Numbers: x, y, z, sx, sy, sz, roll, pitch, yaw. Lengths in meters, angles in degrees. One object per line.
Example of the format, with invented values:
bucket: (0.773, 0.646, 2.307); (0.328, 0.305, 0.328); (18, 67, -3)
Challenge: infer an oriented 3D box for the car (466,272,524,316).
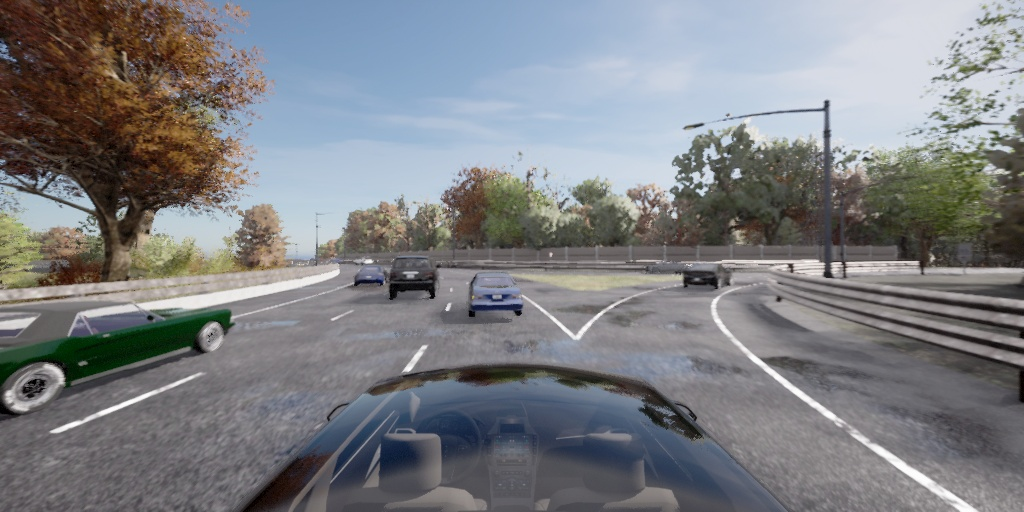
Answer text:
car: (-0.745, 1.306, 13.548); (2.033, 1.411, 5.357); (0, 0, -7)

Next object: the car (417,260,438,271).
car: (-12.358, 1.339, 52.299); (1.837, 1.490, 4.892); (0, 0, -26)

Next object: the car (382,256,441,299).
car: (-4.937, 1.003, 18.554); (2.150, 2.045, 5.566); (0, 0, -9)

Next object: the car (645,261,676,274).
car: (16.450, 1.247, 38.345); (4.181, 1.385, 1.994); (0, 0, 9)

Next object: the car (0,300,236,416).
car: (-7.112, 1.389, 5.947); (1.895, 1.301, 4.718); (0, 0, -3)

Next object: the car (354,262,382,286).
car: (-10.031, 1.375, 25.907); (1.994, 1.385, 4.181); (0, 0, -13)

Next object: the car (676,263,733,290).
car: (12.150, 1.173, 22.166); (1.882, 1.535, 5.008); (-1, 0, 42)
